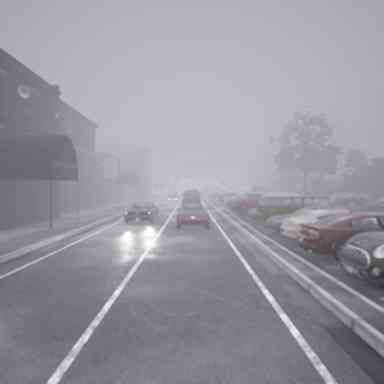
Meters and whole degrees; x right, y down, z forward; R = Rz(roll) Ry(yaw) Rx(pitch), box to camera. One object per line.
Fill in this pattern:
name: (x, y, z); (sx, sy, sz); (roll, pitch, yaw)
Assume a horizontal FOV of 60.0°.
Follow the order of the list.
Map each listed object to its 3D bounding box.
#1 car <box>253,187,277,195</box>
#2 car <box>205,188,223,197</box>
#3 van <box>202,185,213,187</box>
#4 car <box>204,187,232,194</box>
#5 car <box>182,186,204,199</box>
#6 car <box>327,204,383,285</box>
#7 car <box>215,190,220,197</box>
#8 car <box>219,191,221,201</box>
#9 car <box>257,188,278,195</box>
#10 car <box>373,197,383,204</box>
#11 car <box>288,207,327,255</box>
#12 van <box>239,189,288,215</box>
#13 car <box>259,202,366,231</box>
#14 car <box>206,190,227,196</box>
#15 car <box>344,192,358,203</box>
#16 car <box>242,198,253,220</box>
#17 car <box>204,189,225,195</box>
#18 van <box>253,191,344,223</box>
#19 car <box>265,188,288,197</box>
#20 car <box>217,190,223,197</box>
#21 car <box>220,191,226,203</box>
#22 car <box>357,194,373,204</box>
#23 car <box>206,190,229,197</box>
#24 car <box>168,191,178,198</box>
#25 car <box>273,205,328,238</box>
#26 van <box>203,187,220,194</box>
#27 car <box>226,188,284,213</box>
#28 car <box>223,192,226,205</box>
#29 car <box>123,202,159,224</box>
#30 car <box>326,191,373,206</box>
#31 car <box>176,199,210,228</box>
car: (18.625, -0.286, 84.960); (5.566, 2.045, 2.435); (0, 1, 0)
car: (5.633, 0.417, 68.206); (4.674, 1.452, 2.002); (1, 1, 0)
van: (5.401, -0.260, 84.875); (4.442, 1.987, 1.878); (0, 1, 0)
car: (5.416, 0.309, 70.845); (5.366, 1.575, 1.946); (0, 1, 0)
car: (-0.064, 0.669, 40.379); (2.150, 2.045, 5.566); (0, 1, -1)
car: (6.101, 1.293, 8.124); (4.553, 1.767, 2.185); (0, 0, 0)
car: (5.977, 0.785, 44.875); (4.792, 1.488, 2.163); (0, 1, 0)
car: (5.969, 0.924, 39.225); (4.674, 1.452, 2.002); (0, 1, 0)
car: (18.583, -0.089, 82.055); (4.553, 1.767, 2.185); (0, 1, 0)
car: (18.550, 1.167, 28.134); (4.792, 1.488, 2.163); (0, 1, 0)
car: (6.054, 1.404, 10.951); (5.008, 1.535, 2.097); (0, 0, 0)
van: (6.130, 0.980, 25.094); (4.442, 1.987, 1.878); (0, 1, 0)
car: (6.044, 1.410, 16.611); (4.674, 1.452, 2.002); (0, 0, 0)
car: (5.571, 0.215, 76.411); (4.674, 1.452, 2.002); (0, 1, 0)
car: (18.549, 0.944, 36.602); (5.008, 1.535, 2.097); (0, 1, 0)
car: (6.025, 1.310, 22.275); (4.674, 1.452, 2.002); (0, 1, 0)
car: (5.528, 0.039, 81.975); (4.892, 1.521, 2.231); (0, 1, 0)
van: (6.148, 1.102, 19.565); (4.442, 1.987, 1.878); (0, 1, 0)
car: (18.695, 0.114, 73.828); (4.553, 1.767, 2.185); (0, 1, 0)
car: (5.959, 0.860, 42.049); (4.674, 1.452, 2.002); (0, 1, 0)
car: (6.161, 0.945, 36.399); (5.366, 1.575, 1.946); (0, 1, 0)
car: (18.578, 1.077, 30.832); (4.892, 1.521, 2.231); (0, 1, 0)
car: (5.614, 0.273, 73.629); (4.792, 1.488, 2.163); (0, 1, 0)
car: (-3.652, 0.461, 64.943); (2.033, 1.411, 5.357); (0, 1, 0)
car: (6.048, 1.429, 13.777); (4.674, 1.452, 2.002); (0, 0, 0)
van: (5.368, -0.394, 90.316); (4.442, 1.987, 1.878); (0, 1, 0)
car: (5.975, 0.890, 27.918); (5.566, 2.045, 2.435); (0, 1, 0)
car: (5.980, 1.013, 33.573); (5.008, 1.535, 2.097); (0, 1, 0)
car: (-3.403, 1.365, 22.908); (1.895, 1.301, 4.718); (0, 1, 0)
car: (18.514, 0.758, 39.298); (4.553, 1.767, 2.185); (0, 1, 0)
car: (0.054, 1.361, 20.623); (1.994, 1.385, 4.181); (0, 1, 0)
